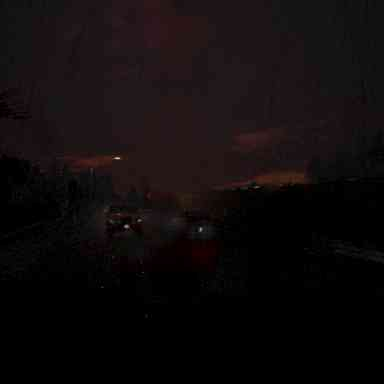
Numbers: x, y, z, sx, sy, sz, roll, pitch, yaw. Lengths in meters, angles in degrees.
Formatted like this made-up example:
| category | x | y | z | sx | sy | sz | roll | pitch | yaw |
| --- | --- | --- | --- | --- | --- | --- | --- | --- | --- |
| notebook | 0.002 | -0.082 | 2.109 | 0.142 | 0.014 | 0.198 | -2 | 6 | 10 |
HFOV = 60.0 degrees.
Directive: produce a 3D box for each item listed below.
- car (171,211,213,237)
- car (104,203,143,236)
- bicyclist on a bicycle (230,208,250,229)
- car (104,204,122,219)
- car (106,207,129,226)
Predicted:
| category | x | y | z | sx | sy | sz | roll | pitch | yaw |
| --- | --- | --- | --- | --- | --- | --- | --- | --- | --- |
| car | -0.094 | 2.050 | 21.961 | 1.837 | 1.490 | 4.892 | 0 | -1 | -16 |
| car | -4.719 | 1.816 | 22.907 | 2.150 | 2.045 | 5.566 | 0 | -2 | -15 |
| bicyclist on a bicycle | 3.357 | 1.793 | 24.414 | 1.656 | 1.620 | 0.582 | -32 | 7 | -14 |
| car | -10.073 | 2.451 | 42.356 | 2.097 | 1.767 | 4.553 | 0 | -1 | -15 |
| car | -7.400 | 2.323 | 32.606 | 1.882 | 1.535 | 5.008 | 0 | -1 | -16 |
